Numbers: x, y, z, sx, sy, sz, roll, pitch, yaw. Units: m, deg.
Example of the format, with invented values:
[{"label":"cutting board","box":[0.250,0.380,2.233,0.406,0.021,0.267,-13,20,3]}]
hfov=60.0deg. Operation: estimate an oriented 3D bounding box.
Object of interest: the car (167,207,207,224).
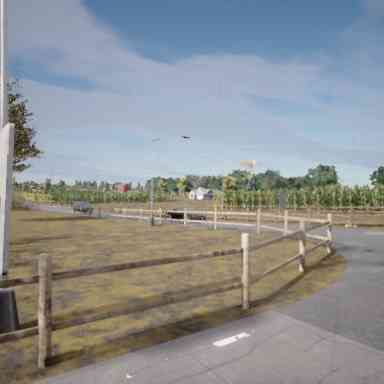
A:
[{"label":"car","box":[-0.564,2.195,32.076,1.882,1.535,5.008,3,-3,-36]}]

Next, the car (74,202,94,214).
[{"label":"car","box":[-18.828,2.696,57.619,2.150,2.045,5.566,3,-3,-36]}]
